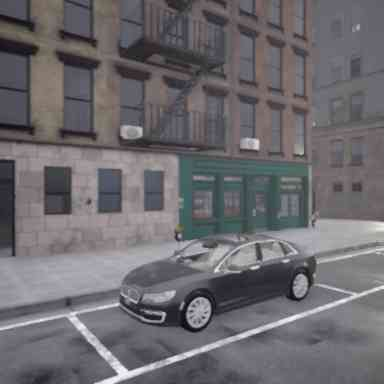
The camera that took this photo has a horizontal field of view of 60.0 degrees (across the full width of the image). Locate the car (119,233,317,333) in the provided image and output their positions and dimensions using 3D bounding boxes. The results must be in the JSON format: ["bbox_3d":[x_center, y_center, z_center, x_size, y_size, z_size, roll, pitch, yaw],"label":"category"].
[{"bbox_3d":[0.728,1.550,6.706,4.403,1.369,2.008,0,0,-35],"label":"car"}]
